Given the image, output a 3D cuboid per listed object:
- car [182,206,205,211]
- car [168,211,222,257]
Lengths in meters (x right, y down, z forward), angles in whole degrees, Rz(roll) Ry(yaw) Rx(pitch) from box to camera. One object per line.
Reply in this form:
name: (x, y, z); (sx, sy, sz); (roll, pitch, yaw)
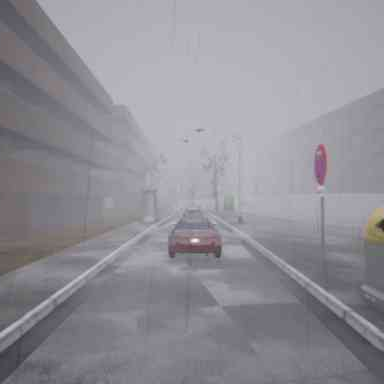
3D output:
car: (0.109, 2.020, 29.812); (2.128, 1.511, 4.902); (0, -2, 0)
car: (0.103, 1.688, 13.537); (1.994, 1.385, 4.181); (0, -1, 0)
